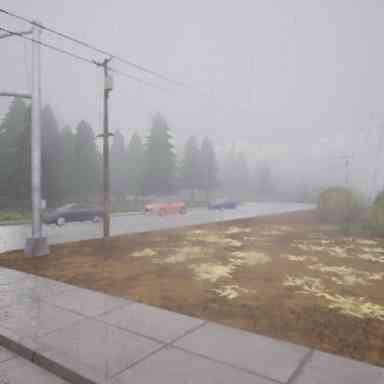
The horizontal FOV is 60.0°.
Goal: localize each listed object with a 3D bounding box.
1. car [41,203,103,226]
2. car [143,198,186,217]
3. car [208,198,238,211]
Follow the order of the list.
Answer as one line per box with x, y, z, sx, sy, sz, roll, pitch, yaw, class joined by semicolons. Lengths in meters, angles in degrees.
-8.633;1.559;24.023;1.837;1.490;4.892;0;0;37;car
-2.639;1.383;32.109;2.097;1.767;4.553;0;0;37;car
3.812;1.483;40.791;1.882;1.535;5.008;0;0;36;car
